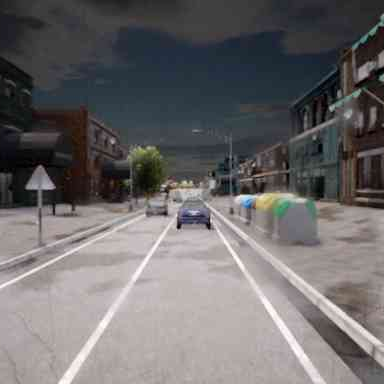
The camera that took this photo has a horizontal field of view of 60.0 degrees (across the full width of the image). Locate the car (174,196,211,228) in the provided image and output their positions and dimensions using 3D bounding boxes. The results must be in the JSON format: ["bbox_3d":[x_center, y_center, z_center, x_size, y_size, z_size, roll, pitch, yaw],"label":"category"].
[{"bbox_3d":[0.105,1.330,22.122,2.097,1.767,4.553,0,0,0],"label":"car"}]

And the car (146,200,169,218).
[{"bbox_3d":[-3.088,1.505,30.411,1.812,1.442,4.674,0,0,0],"label":"car"}]

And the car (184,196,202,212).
[{"bbox_3d":[0.108,1.348,39.815,2.097,1.767,4.553,0,0,0],"label":"car"}]
